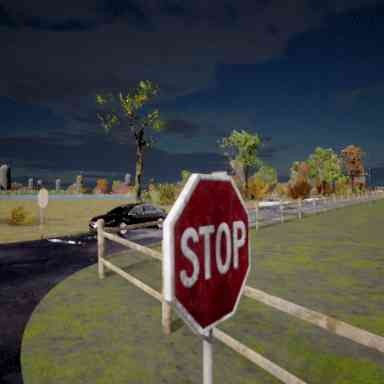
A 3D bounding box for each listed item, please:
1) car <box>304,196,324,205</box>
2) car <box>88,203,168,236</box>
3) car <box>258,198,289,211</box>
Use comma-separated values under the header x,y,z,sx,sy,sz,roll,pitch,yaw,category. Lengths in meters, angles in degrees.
x,y,z,sx,sy,sz,roll,pitch,yaw,category
17.542,1.202,47.443,1.895,1.301,4.718,-2,0,35,car
-3.267,1.390,17.853,1.837,1.490,4.892,-2,0,34,car
8.400,1.285,34.559,1.895,1.301,4.718,-2,0,35,car
